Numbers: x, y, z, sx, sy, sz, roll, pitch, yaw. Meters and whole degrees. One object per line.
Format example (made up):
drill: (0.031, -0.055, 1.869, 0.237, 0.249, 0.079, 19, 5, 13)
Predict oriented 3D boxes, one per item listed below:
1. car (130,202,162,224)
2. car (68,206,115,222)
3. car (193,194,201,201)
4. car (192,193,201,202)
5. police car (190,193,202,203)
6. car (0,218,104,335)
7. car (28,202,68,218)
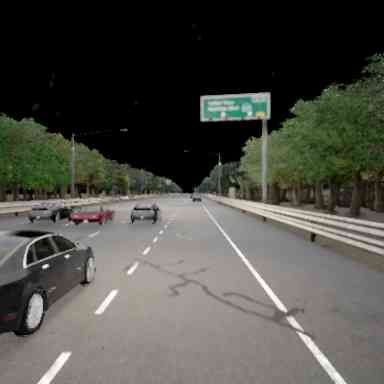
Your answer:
car: (-3.370, 1.519, 24.924, 2.128, 1.511, 4.902, 0, 0, 0)
car: (-6.872, 1.627, 23.739, 1.895, 1.301, 4.718, 0, 0, 0)
car: (1.208, 1.457, 90.234, 2.097, 1.767, 4.553, 0, 0, 0)
car: (1.191, 1.318, 84.303, 2.150, 2.045, 5.566, 0, 0, 0)
police car: (1.170, 1.503, 74.394, 1.930, 1.638, 5.238, 0, 0, 0)
car: (-3.397, 1.514, 6.688, 1.837, 1.490, 4.892, 0, 0, 0)
car: (-10.371, 1.518, 24.868, 2.128, 1.511, 4.902, 0, 0, 0)
